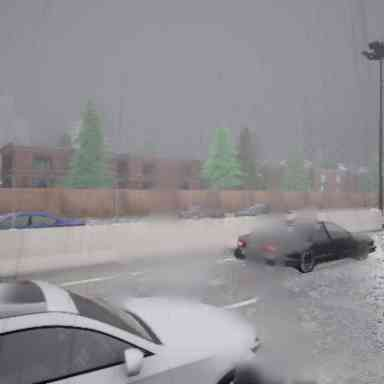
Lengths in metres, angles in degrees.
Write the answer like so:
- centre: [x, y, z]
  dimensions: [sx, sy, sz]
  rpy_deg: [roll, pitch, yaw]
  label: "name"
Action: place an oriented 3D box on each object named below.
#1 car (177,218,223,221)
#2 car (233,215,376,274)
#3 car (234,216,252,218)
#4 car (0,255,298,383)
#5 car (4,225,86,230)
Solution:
- centre: [0.596, 1.631, 25.916]
  dimensions: [4.181, 1.385, 1.994]
  rpy_deg: [0, 0, -35]
  label: "car"
- centre: [3.794, 1.592, 10.756]
  dimensions: [5.357, 1.411, 2.033]
  rpy_deg: [0, 0, -36]
  label: "car"
- centre: [5.282, 1.593, 24.959]
  dimensions: [4.892, 1.490, 1.837]
  rpy_deg: [0, 0, -35]
  label: "car"
- centre: [-1.382, 1.525, 2.765]
  dimensions: [4.674, 1.442, 1.812]
  rpy_deg: [0, 0, -35]
  label: "car"
- centre: [-6.434, 1.476, 12.306]
  dimensions: [5.008, 1.535, 1.882]
  rpy_deg: [1, 0, -35]
  label: "car"
